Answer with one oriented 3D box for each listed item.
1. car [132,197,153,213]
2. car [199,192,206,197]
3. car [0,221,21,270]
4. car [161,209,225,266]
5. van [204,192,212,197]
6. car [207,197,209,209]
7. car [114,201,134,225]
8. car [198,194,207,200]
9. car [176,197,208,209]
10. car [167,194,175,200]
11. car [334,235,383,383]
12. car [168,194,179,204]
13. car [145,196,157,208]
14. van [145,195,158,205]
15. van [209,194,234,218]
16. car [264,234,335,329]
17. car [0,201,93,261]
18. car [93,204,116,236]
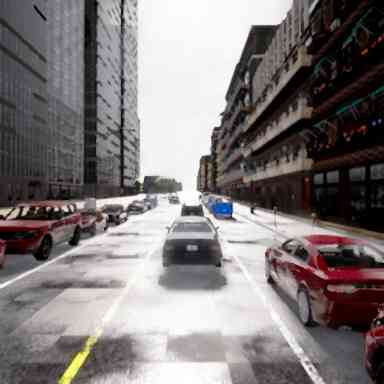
[{"bbox_3d":[-5.696,1.486,35.035,2.008,1.369,4.403,1,0,0],"label":"car"},{"bbox_3d":[2.975,1.085,64.241,2.150,2.045,5.566,0,0,0],"label":"car"},{"bbox_3d":[-5.686,1.534,6.804,1.887,1.381,4.507,1,0,0],"label":"car"},{"bbox_3d":[0.022,1.530,11.369,2.033,1.411,5.357,0,0,1],"label":"car"},{"bbox_3d":[2.685,1.264,40.709,1.690,1.788,3.998,1,0,0],"label":"van"},{"bbox_3d":[2.684,1.487,35.064,2.008,1.369,4.403,1,0,0],"label":"car"},{"bbox_3d":[-5.692,1.525,23.743,1.947,1.339,4.313,1,0,0],"label":"car"},{"bbox_3d":[2.667,1.228,85.882,1.967,1.590,4.097,1,0,0],"label":"car"},{"bbox_3d":[0.034,1.441,28.517,2.128,1.511,4.902,0,0,0],"label":"car"},{"bbox_3d":[-5.716,1.294,91.326,1.752,1.417,4.829,1,0,0],"label":"car"},{"bbox_3d":[2.700,1.313,1.182,2.192,1.841,5.009,1,0,0],"label":"car"},{"bbox_3d":[-3.079,1.381,58.728,1.837,1.490,4.892,0,0,0],"label":"car"},{"bbox_3d":[-5.698,1.505,40.681,1.802,1.307,4.206,1,0,0],"label":"car"},{"bbox_3d":[-5.698,1.251,46.327,1.690,1.788,3.998,1,0,0],"label":"van"},{"bbox_3d":[2.689,1.289,29.416,1.690,1.788,3.998,1,0,0],"label":"van"},{"bbox_3d":[2.695,1.534,6.831,1.887,1.381,4.507,1,0,0],"label":"car"},{"bbox_3d":[-5.685,1.295,12.450,2.192,1.841,5.009,1,0,0],"label":"car"},{"bbox_3d":[-5.690,1.552,18.095,1.802,1.307,4.206,1,0,0],"label":"car"}]
